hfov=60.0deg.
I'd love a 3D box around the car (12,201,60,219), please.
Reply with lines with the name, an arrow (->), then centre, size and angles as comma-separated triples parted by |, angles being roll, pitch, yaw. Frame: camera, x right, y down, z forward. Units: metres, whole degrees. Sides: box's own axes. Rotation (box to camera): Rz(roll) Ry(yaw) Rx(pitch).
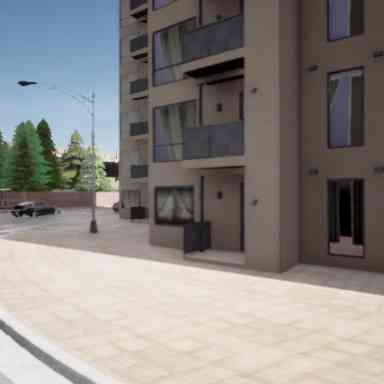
car -> -14.515, 1.630, 31.284 | 1.837, 1.490, 4.892 | -1, 0, 16

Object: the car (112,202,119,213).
car -> -6.990, 1.614, 38.340 | 2.128, 1.511, 4.902 | 0, 0, 33
